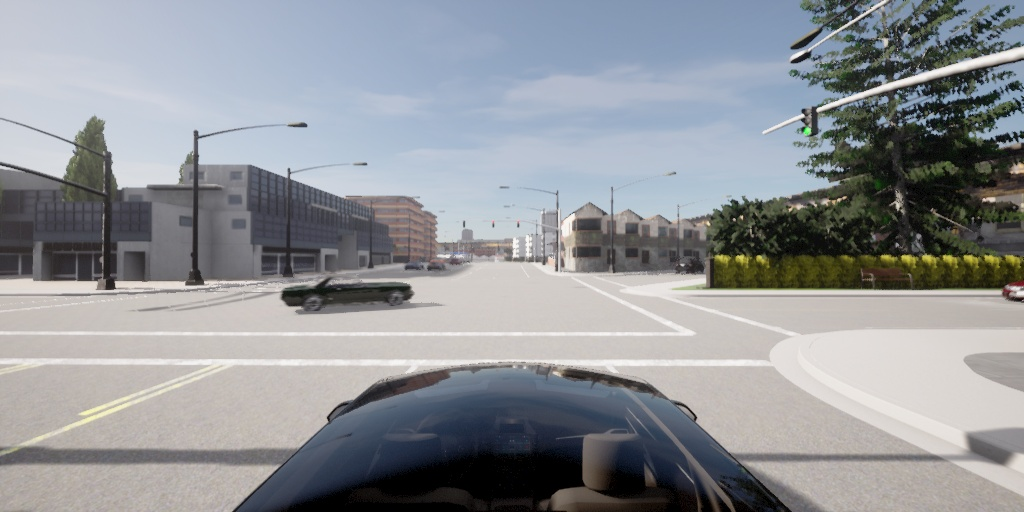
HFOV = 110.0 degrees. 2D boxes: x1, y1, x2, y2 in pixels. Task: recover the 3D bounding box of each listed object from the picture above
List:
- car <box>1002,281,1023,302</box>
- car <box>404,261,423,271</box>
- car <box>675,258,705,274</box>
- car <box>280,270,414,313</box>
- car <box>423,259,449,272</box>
[{"bbox_3d":[23.858,1.319,15.120,4.674,1.442,1.812,0,0,0],"label":"car"},{"bbox_3d":[-14.094,1.428,51.664,1.994,1.385,4.181,0,1,0],"label":"car"},{"bbox_3d":[23.484,1.344,47.249,2.150,2.045,5.566,0,-1,45],"label":"car"},{"bbox_3d":[-6.419,1.395,14.306,4.718,1.301,1.895,0,0,-30],"label":"car"},{"bbox_3d":[-10.600,1.480,50.412,1.895,1.301,4.718,0,1,0],"label":"car"}]
